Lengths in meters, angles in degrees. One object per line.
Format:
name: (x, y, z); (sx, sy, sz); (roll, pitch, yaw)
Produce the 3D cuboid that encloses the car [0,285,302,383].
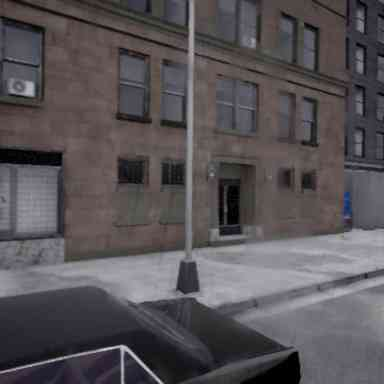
car: (-1.451, 1.571, 2.466); (4.718, 1.301, 1.895); (1, 0, -33)
